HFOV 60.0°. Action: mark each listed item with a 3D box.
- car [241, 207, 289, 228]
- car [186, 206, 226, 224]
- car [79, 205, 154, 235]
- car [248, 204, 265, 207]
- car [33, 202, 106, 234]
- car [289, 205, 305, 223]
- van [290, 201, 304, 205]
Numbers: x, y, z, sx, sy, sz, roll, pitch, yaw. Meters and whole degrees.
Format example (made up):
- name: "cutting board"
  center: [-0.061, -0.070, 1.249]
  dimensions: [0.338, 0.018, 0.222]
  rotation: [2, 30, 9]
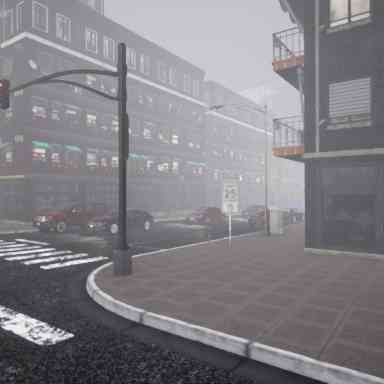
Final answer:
- name: "car"
  center: [5.822, 2.047, 26.132]
  dimensions: [1.802, 1.307, 4.206]
  rotation: [-2, -2, 35]
- name: "car"
  center: [1.360, 2.019, 29.763]
  dimensions: [1.812, 1.442, 4.674]
  rotation: [0, -1, 35]
- name: "car"
  center: [-4.498, 1.813, 21.461]
  dimensions: [1.837, 1.490, 4.892]
  rotation: [0, -1, 35]
- name: "car"
  center: [7.338, 2.188, 38.237]
  dimensions: [1.837, 1.490, 4.892]
  rotation: [0, -1, 36]
- name: "car"
  center: [-7.585, 1.603, 21.603]
  dimensions: [2.192, 1.841, 5.009]
  rotation: [-1, -2, 35]
- name: "car"
  center: [9.096, 2.120, 30.780]
  dimensions: [2.008, 1.369, 4.403]
  rotation: [-2, -2, 35]
- name: "van"
  center: [18.602, 2.463, 58.776]
  dimensions: [1.690, 1.788, 3.998]
  rotation: [-2, -2, 35]
